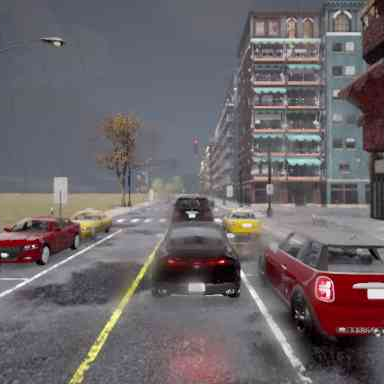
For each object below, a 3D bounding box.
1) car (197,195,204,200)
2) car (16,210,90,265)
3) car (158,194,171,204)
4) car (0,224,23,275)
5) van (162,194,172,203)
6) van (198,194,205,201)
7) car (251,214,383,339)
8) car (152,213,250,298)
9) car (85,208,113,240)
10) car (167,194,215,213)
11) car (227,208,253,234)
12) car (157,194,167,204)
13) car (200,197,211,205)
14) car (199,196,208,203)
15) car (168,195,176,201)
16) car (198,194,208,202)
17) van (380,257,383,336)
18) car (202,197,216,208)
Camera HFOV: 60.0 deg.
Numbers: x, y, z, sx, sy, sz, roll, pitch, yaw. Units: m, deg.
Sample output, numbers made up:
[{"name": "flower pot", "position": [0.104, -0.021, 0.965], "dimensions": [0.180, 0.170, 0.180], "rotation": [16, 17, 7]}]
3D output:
[{"name": "car", "position": [2.468, 1.530, 95.617], "dimensions": [1.752, 1.417, 4.829], "rotation": [1, 0, 0]}, {"name": "car", "position": [-5.319, 1.544, 11.673], "dimensions": [1.887, 1.381, 4.507], "rotation": [1, 0, 0]}, {"name": "car", "position": [-5.378, 1.317, 66.650], "dimensions": [2.192, 1.841, 5.009], "rotation": [1, 0, 0]}, {"name": "car", "position": [-5.313, 1.551, 6.136], "dimensions": [2.008, 1.369, 4.403], "rotation": [1, 0, 0]}, {"name": "van", "position": [-5.384, 1.343, 72.303], "dimensions": [1.690, 1.788, 3.998], "rotation": [1, 0, 0]}, {"name": "van", "position": [2.476, 1.345, 89.786], "dimensions": [1.690, 1.788, 3.998], "rotation": [1, 0, 0]}, {"name": "car", "position": [2.568, 1.440, 6.555], "dimensions": [1.967, 1.590, 4.097], "rotation": [1, 0, 0]}, {"name": "car", "position": [0.090, 1.505, 8.513], "dimensions": [1.837, 1.490, 4.892], "rotation": [0, 0, 0]}, {"name": "car", "position": [-5.325, 1.525, 17.039], "dimensions": [1.752, 1.417, 4.829], "rotation": [1, 0, 0]}, {"name": "car", "position": [0.060, 1.221, 18.367], "dimensions": [2.150, 2.045, 5.566], "rotation": [0, 0, 1]}, {"name": "car", "position": [2.554, 1.525, 17.814], "dimensions": [1.752, 1.417, 4.829], "rotation": [1, 0, 0]}, {"name": "car", "position": [-5.373, 1.441, 60.995], "dimensions": [1.967, 1.590, 4.097], "rotation": [1, 0, 0]}, {"name": "car", "position": [2.505, 1.583, 61.481], "dimensions": [1.802, 1.307, 4.206], "rotation": [1, 0, 0]}, {"name": "car", "position": [2.493, 1.568, 72.803], "dimensions": [1.947, 1.339, 4.313], "rotation": [1, 0, 0]}, {"name": "car", "position": [-5.406, 1.586, 89.266], "dimensions": [1.802, 1.307, 4.206], "rotation": [1, 0, 0]}, {"name": "car", "position": [2.489, 1.318, 78.464], "dimensions": [2.192, 1.841, 5.009], "rotation": [1, 0, 0]}, {"name": "van", "position": [2.575, 1.341, 1.010], "dimensions": [1.690, 1.788, 3.998], "rotation": [1, 0, 0]}, {"name": "car", "position": [2.518, 1.552, 50.159], "dimensions": [2.008, 1.369, 4.403], "rotation": [1, 0, 0]}]
